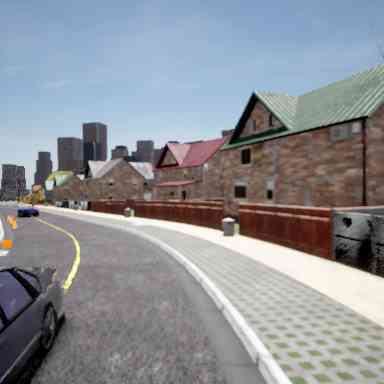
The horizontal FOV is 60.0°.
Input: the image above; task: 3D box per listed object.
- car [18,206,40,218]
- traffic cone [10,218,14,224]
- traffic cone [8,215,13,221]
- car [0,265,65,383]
[{"bbox_3d":[-18.846,2.228,38.386,1.895,1.301,4.718,-1,-1,-32],"label":"car"},{"bbox_3d":[-12.822,2.312,24.172,0.340,0.580,0.340,-1,-1,-31],"label":"traffic cone"},{"bbox_3d":[-15.373,2.411,28.473,0.340,0.580,0.340,-1,-1,-31],"label":"traffic cone"},{"bbox_3d":[-2.758,1.580,3.307,2.033,1.411,5.357,-1,0,-7],"label":"car"}]
